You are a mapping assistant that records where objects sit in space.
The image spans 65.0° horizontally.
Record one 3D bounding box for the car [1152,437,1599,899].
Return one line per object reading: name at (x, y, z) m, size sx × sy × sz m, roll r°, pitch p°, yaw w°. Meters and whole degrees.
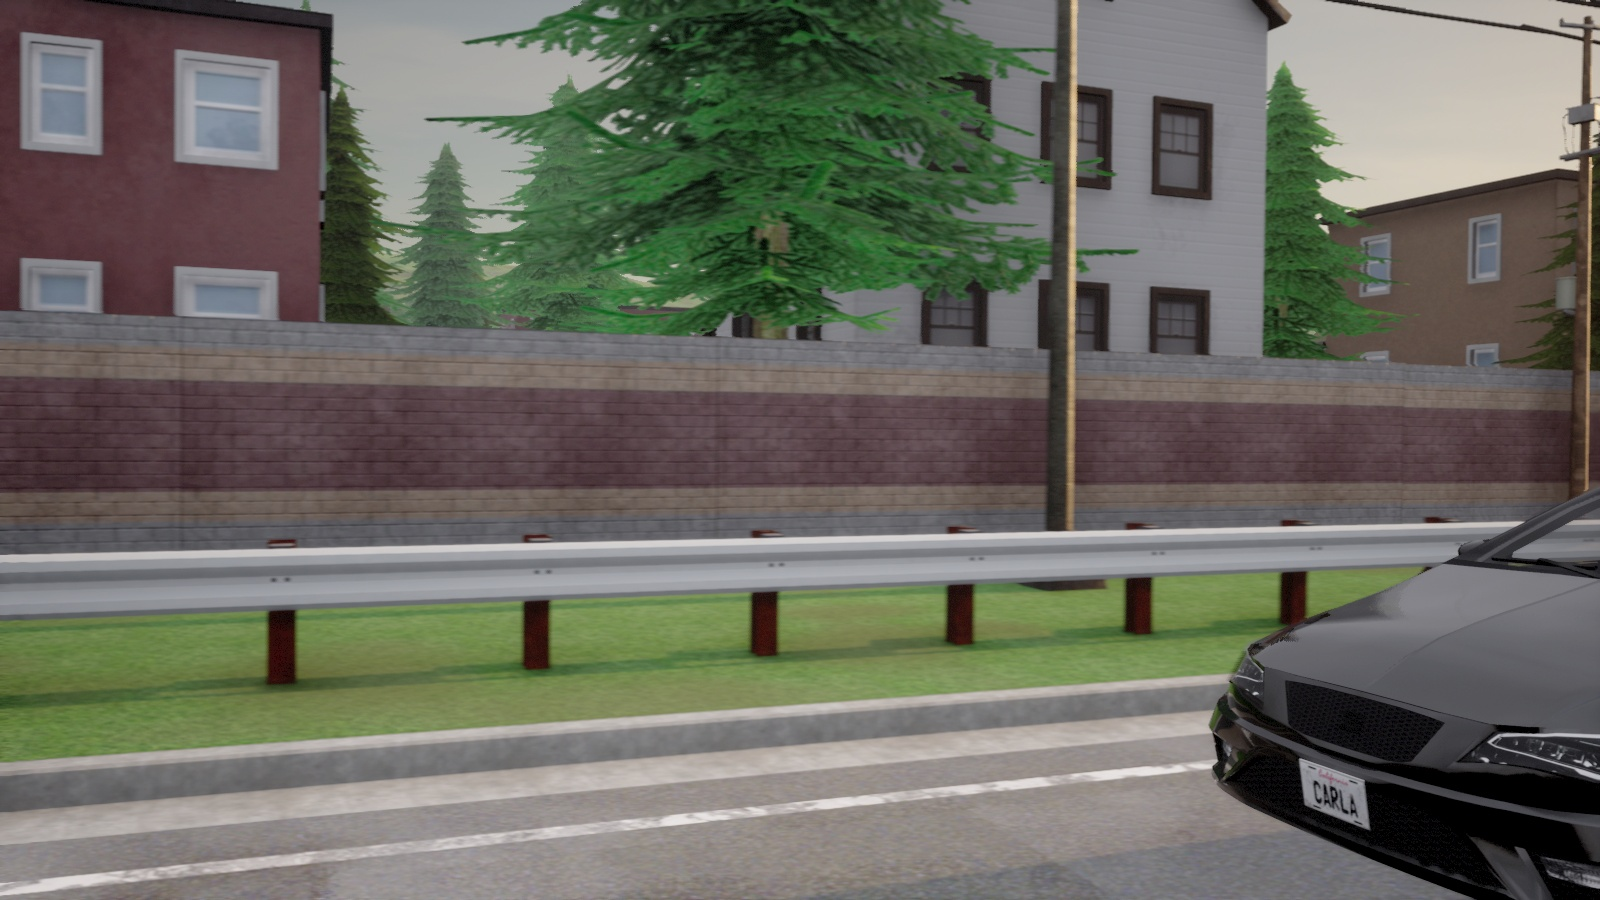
car at (3.608, 0.696, 4.608) m, size 4.193 × 1.474 × 1.816 m, roll -1°, pitch 1°, yaw -21°
